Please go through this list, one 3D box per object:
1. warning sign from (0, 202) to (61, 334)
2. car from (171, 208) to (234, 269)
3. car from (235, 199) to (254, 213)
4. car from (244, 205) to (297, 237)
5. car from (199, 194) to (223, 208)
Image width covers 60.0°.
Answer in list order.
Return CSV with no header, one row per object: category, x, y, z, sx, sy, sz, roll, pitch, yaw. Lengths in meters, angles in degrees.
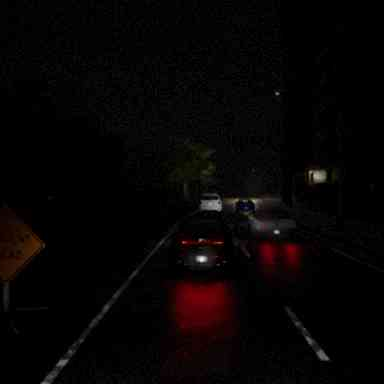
warning sign,-2.983,1.122,5.357,1.300,1.860,1.060,0,0,1
car,0.366,1.519,11.271,1.837,1.490,4.892,0,0,2
car,5.761,1.458,36.225,1.882,1.535,5.008,0,0,6
car,4.204,1.615,18.167,1.895,1.301,4.718,0,0,3
car,1.992,1.203,34.025,2.150,2.045,5.566,0,0,6
